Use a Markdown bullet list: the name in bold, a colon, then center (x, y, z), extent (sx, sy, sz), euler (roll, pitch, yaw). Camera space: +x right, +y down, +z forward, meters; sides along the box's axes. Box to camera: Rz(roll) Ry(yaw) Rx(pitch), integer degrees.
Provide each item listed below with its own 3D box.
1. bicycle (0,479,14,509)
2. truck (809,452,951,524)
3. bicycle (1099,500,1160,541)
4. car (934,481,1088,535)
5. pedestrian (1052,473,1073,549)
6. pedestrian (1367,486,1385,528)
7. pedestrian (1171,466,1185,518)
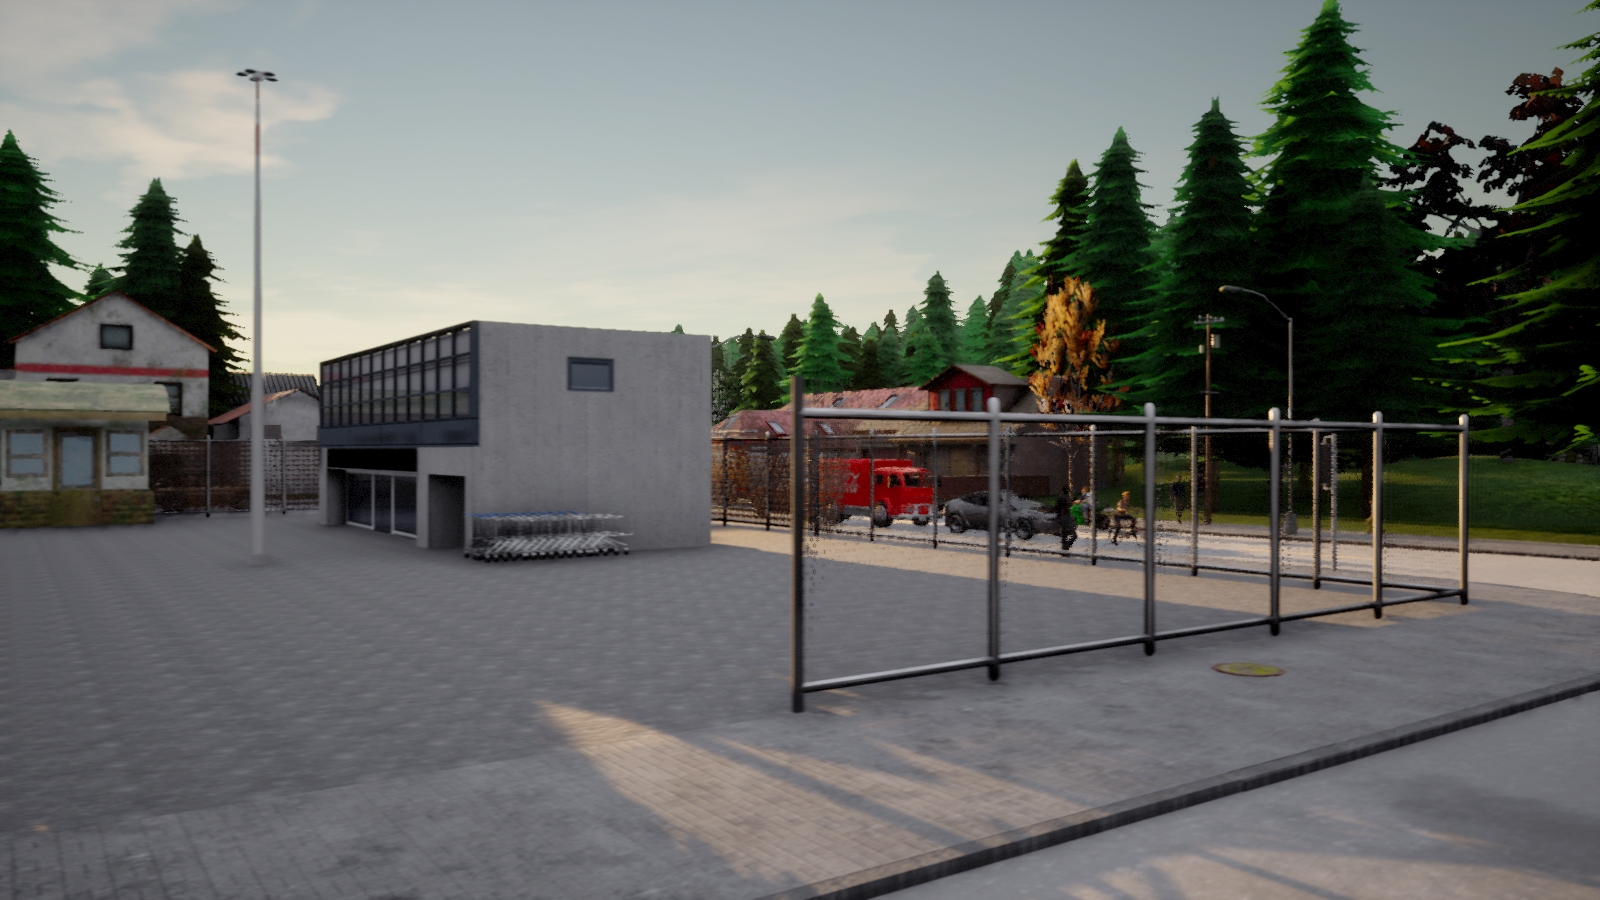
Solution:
- **bicycle**: center (-35.304, 1.936, 49.887), extent (1.643, 1.296, 0.373), euler (0, 0, -35)
- **truck**: center (2.905, 1.339, 42.853), extent (2.627, 2.467, 5.204), euler (0, 0, -35)
- **bicycle**: center (9.586, 2.036, 33.278), extent (0.859, 1.080, 1.487), euler (0, 0, -35)
- **car**: center (6.785, 1.843, 37.281), extent (2.163, 1.488, 4.792), euler (0, 0, -35)
- **pedestrian**: center (6.529, 1.516, 28.415), extent (0.375, 1.860, 0.375), euler (0, 0, -35)
- **pedestrian**: center (18.346, 1.805, 36.388), extent (0.375, 1.300, 0.375), euler (0, 0, -40)
- **pedestrian**: center (13.722, 1.524, 41.464), extent (0.375, 1.860, 0.375), euler (0, 0, -6)
